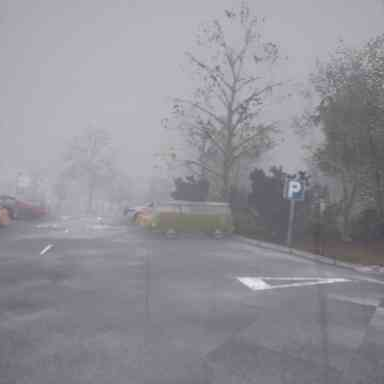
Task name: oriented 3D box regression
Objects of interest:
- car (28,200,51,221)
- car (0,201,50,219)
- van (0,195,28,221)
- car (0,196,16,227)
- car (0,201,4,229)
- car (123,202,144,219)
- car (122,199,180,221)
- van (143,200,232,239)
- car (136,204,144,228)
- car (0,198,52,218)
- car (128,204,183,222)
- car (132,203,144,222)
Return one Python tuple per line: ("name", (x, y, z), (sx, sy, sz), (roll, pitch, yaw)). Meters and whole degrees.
("car", (-15.084, 1.298, 27.479), (5.566, 2.045, 2.435), (2, -2, -15))
("car", (-15.857, 1.627, 30.285), (5.008, 1.535, 2.097), (2, -2, -15))
("van", (-13.445, 1.193, 21.507), (4.442, 1.987, 1.878), (2, -2, -14))
("car", (-12.772, 1.235, 18.543), (4.553, 1.767, 2.185), (2, -1, -14))
("car", (-12.255, 1.308, 15.662), (5.366, 1.575, 1.946), (2, -1, -14))
("car", (-2.853, 1.674, 28.954), (5.566, 2.045, 2.435), (2, -2, -15))
("car", (-4.243, 1.818, 34.234), (5.566, 2.045, 2.435), (2, -2, -15))
("van", (-0.147, 1.495, 18.113), (4.442, 1.987, 1.878), (2, -1, -14))
("car", (-0.559, 1.768, 20.889), (5.366, 1.575, 1.946), (2, -1, -14))
("car", (-16.601, 1.585, 33.231), (4.553, 1.767, 2.185), (2, -2, -15))
("car", (-3.549, 1.999, 31.651), (4.892, 1.521, 2.231), (2, -2, -15))
("car", (-1.224, 1.813, 23.465), (5.366, 1.575, 1.946), (2, -2, -14))
